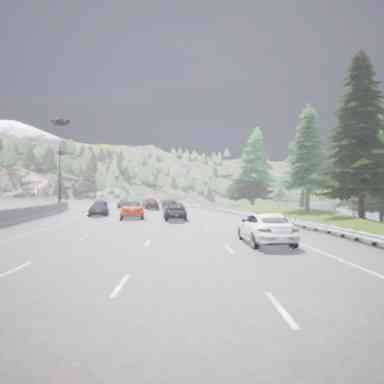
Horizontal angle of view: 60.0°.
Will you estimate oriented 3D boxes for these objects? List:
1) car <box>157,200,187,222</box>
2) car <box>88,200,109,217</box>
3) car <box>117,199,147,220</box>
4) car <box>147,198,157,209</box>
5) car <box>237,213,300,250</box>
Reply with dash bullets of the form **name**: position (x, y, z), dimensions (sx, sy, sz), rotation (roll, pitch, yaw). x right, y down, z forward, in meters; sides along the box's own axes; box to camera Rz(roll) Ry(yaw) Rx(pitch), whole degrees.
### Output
- **car**: position (-1.603, 1.726, 29.112), dimensions (2.128, 1.511, 4.902), rotation (0, 0, -9)
- **car**: position (-9.966, 1.851, 35.656), dimensions (1.994, 1.385, 4.181), rotation (0, -1, -12)
- **car**: position (-5.652, 1.605, 31.478), dimensions (2.097, 1.767, 4.553), rotation (0, -1, -10)
- **car**: position (-6.507, 1.761, 50.994), dimensions (2.097, 1.767, 4.553), rotation (0, 0, -17)
- **car**: position (3.290, 1.645, 14.858), dimensions (1.812, 1.442, 4.674), rotation (0, 0, -3)
